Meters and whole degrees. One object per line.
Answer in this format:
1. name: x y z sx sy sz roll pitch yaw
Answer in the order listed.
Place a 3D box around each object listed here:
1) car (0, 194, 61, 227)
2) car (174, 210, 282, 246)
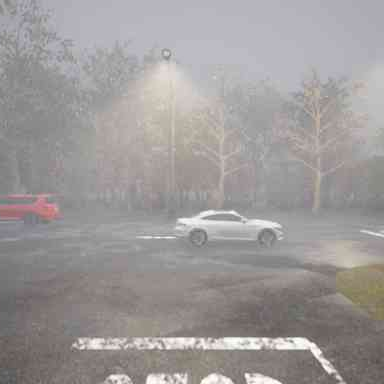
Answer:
1. car: -11.502 1.178 21.687 5.566 2.045 2.150 0 0 1
2. car: 1.561 1.519 14.614 4.674 1.442 1.812 0 0 0
